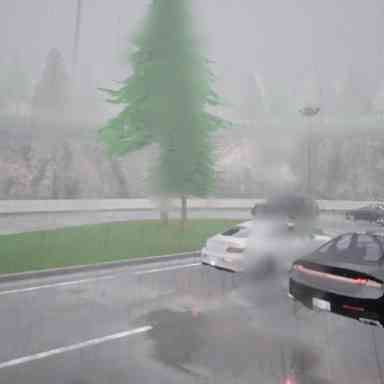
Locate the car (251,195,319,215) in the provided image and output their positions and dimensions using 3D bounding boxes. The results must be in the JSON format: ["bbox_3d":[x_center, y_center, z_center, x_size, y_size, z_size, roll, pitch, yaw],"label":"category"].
[{"bbox_3d":[7.609,1.291,27.532,2.150,2.045,5.566,2,-1,-44],"label":"car"}]

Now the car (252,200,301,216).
[{"bbox_3d":[8.801,1.609,34.739,4.674,1.442,1.812,1,0,32],"label":"car"}]

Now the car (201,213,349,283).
[{"bbox_3d":[2.397,1.548,9.713,4.674,1.442,1.812,0,0,-36],"label":"car"}]

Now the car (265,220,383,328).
[{"bbox_3d":[3.962,1.519,6.510,4.902,1.511,2.128,0,0,-35],"label":"car"}]

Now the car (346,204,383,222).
[{"bbox_3d":[13.417,1.590,24.270,2.128,1.511,4.902,1,0,-14],"label":"car"}]
